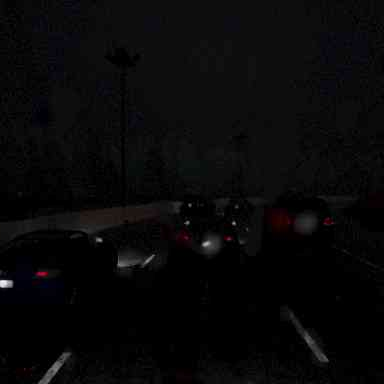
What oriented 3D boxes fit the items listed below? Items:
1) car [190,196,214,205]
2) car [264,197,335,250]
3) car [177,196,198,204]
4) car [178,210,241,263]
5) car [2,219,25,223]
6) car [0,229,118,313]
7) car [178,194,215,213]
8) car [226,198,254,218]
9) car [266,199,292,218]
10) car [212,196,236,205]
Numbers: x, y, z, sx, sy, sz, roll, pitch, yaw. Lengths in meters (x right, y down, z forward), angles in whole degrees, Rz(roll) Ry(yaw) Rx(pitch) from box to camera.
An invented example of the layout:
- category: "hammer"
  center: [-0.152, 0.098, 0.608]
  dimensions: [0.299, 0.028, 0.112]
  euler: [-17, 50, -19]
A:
- category: "car"
  center: [1.826, 1.455, 58.907]
  dimensions: [2.128, 1.511, 4.902]
  euler: [0, 0, 32]
- category: "car"
  center: [4.413, 1.212, 14.418]
  dimensions: [2.150, 2.045, 5.566]
  euler: [0, 0, 7]
- category: "car"
  center: [-0.739, 1.523, 61.339]
  dimensions: [1.994, 1.385, 4.181]
  euler: [0, 0, 32]
- category: "car"
  center: [0.666, 1.556, 12.043]
  dimensions: [1.994, 1.385, 4.181]
  euler: [0, 0, 5]
- category: "car"
  center: [-9.717, 1.481, 15.573]
  dimensions: [2.128, 1.511, 4.902]
  euler: [0, 0, 7]
- category: "car"
  center: [-3.165, 1.559, 7.779]
  dimensions: [1.994, 1.385, 4.181]
  euler: [0, 0, 3]
- category: "car"
  center: [0.589, 1.202, 30.140]
  dimensions: [2.150, 2.045, 5.566]
  euler: [0, 0, 16]
- category: "car"
  center: [4.457, 1.332, 30.683]
  dimensions: [2.097, 1.767, 4.553]
  euler: [0, 0, 17]
- category: "car"
  center: [8.178, 1.471, 30.895]
  dimensions: [2.128, 1.511, 4.902]
  euler: [0, 0, 18]
- category: "car"
  center: [5.672, 1.453, 58.428]
  dimensions: [2.128, 1.511, 4.902]
  euler: [0, 0, 32]
